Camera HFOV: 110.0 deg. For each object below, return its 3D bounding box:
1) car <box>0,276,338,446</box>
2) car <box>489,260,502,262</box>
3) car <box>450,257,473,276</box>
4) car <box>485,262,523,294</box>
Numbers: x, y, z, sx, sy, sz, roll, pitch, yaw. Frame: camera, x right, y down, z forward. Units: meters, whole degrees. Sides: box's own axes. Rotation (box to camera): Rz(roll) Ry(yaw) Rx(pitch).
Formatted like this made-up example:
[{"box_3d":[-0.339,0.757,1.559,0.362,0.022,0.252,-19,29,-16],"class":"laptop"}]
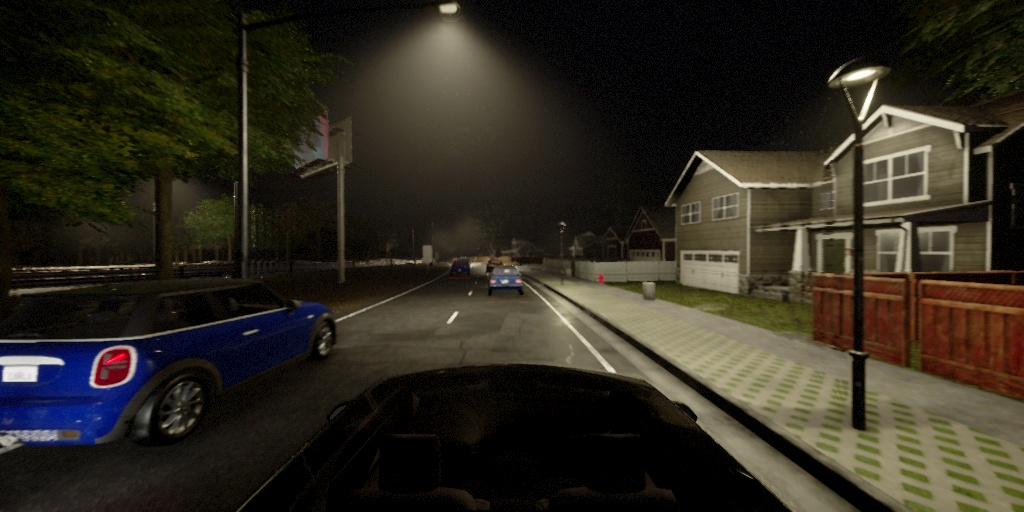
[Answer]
[{"box_3d":[-4.570,1.105,5.439,2.097,1.767,4.553,0,0,-1],"class":"car"},{"box_3d":[-1.828,1.152,38.292,2.128,1.511,4.902,0,0,-6],"class":"car"},{"box_3d":[-5.150,1.158,36.248,1.882,1.535,5.008,0,0,-6],"class":"car"},{"box_3d":[-0.412,1.258,19.744,2.033,1.411,5.357,0,0,-3],"class":"car"}]
